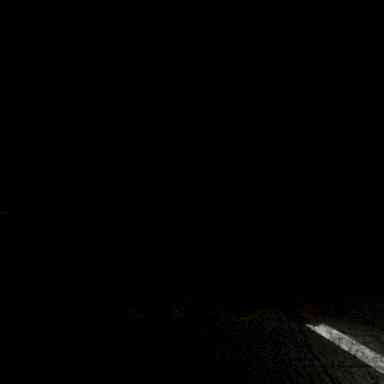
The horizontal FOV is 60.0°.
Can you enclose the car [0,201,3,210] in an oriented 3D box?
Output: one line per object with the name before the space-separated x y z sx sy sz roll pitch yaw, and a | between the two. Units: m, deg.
car | -29.423 1.768 48.865 2.097 1.767 4.553 1 -1 -18
